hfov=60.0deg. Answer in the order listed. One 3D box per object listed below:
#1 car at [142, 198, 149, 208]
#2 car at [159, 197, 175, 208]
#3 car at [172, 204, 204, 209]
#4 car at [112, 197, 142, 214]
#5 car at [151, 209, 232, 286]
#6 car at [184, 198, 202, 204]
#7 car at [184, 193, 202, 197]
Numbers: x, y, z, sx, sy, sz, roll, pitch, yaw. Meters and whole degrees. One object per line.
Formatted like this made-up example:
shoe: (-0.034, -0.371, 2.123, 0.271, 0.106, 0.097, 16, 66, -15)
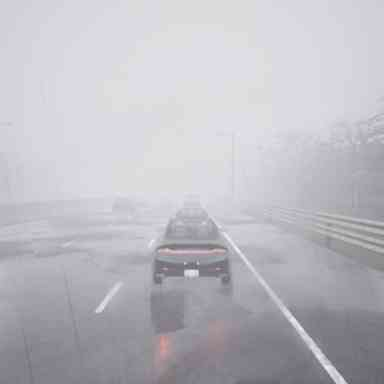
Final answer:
car: (-6.924, 1.484, 44.784, 1.895, 1.301, 4.718, 0, 0, 0)
car: (-3.423, 1.428, 45.413, 2.033, 1.411, 5.357, 0, 0, 0)
car: (-0.008, 1.553, 18.600, 1.895, 1.301, 4.718, 0, 0, 0)
car: (-6.918, 1.263, 34.833, 2.097, 1.767, 4.553, 0, 0, 0)
car: (-0.006, 1.467, 9.349, 2.128, 1.511, 4.902, 0, 0, 0)
car: (-0.013, 1.475, 28.043, 2.033, 1.411, 5.357, 0, 0, 0)
car: (0.079, 1.108, 43.919, 2.150, 2.045, 5.566, 0, 0, 0)
